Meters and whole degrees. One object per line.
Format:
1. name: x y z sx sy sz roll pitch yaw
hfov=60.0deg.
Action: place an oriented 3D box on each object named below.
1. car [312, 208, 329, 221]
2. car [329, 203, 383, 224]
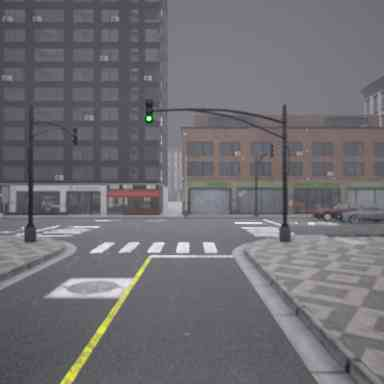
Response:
1. car: 13.173 1.717 29.190 5.008 1.535 1.882 0 -1 1
2. car: 13.425 1.751 25.936 4.181 1.385 1.994 0 -1 0
